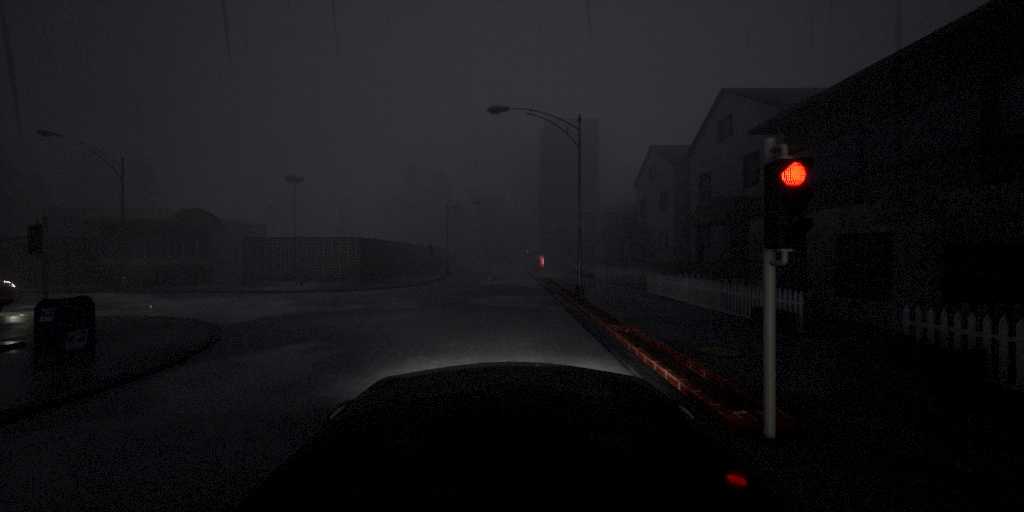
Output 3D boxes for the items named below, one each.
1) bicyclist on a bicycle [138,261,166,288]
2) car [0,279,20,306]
[{"bbox_3d":[-21.746,1.099,21.692,0.582,1.620,1.656,0,0,0],"label":"bicyclist on a bicycle"},{"bbox_3d":[-21.594,1.102,13.299,4.553,1.767,2.097,0,0,0],"label":"car"}]
